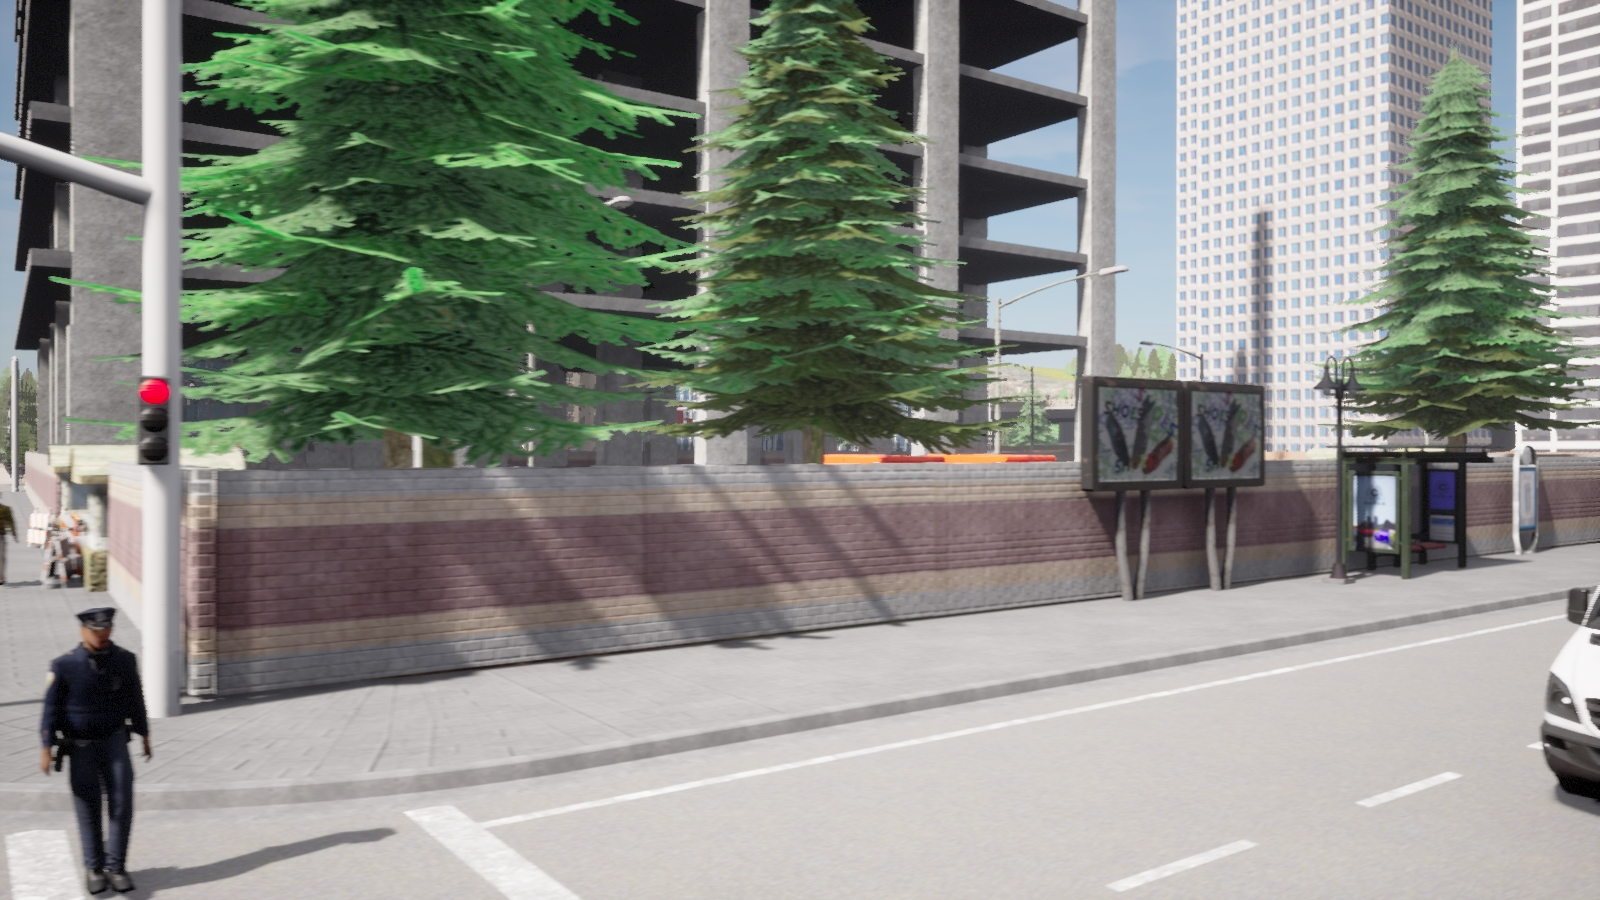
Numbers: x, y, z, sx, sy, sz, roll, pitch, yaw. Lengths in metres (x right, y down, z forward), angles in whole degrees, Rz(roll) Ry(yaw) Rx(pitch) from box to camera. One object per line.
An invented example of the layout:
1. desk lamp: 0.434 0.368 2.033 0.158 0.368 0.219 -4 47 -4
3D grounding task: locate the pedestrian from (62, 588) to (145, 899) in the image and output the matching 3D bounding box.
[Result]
1. pedestrian: -4.355 1.825 7.143 0.375 1.860 0.375 0 0 -43

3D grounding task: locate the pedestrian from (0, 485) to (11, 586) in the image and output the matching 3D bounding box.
1. pedestrian: -14.829 1.577 21.148 0.375 1.860 0.375 0 0 -35

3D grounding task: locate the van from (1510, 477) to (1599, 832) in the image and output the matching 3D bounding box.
1. van: 8.505 1.514 9.746 5.915 2.561 1.988 0 0 -35
